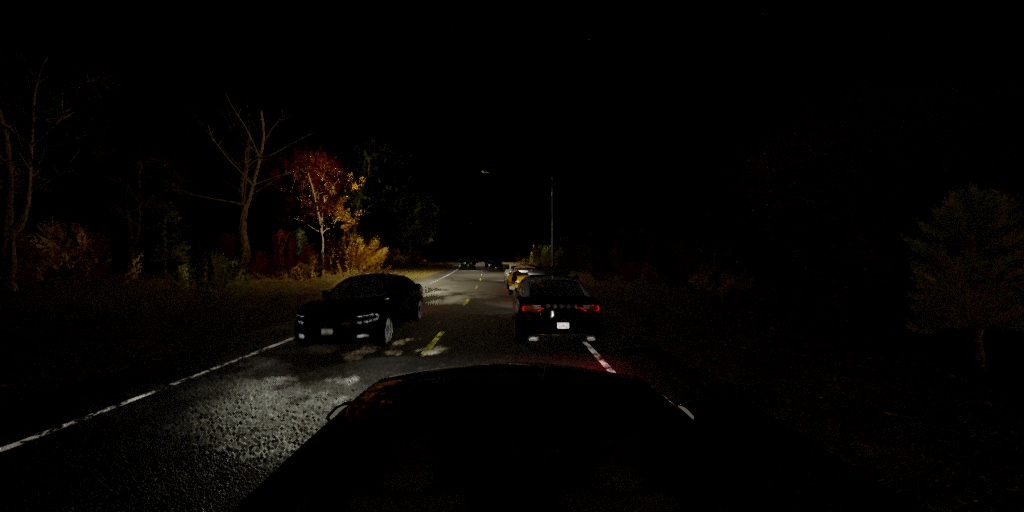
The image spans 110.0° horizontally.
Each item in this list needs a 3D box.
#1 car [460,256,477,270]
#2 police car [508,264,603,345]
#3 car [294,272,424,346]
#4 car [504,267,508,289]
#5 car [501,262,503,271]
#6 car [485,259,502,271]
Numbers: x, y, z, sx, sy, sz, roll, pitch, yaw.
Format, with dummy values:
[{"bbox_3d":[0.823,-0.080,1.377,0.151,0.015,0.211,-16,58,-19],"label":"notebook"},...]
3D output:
[{"bbox_3d":[-6.349,0.948,52.106,2.150,2.045,5.566,0,0,-6],"label":"car"},{"bbox_3d":[0.964,1.174,9.681,1.930,1.638,5.238,0,0,-1],"label":"police car"},{"bbox_3d":[-3.718,1.226,9.598,1.882,1.535,5.008,0,0,-1],"label":"car"},{"bbox_3d":[0.667,1.200,19.813,1.801,1.575,5.366,0,0,-2],"label":"car"},{"bbox_3d":[0.401,1.264,25.651,1.812,1.442,4.674,0,0,-3],"label":"car"},{"bbox_3d":[-2.225,1.234,47.638,1.837,1.490,4.892,0,0,-5],"label":"car"}]
